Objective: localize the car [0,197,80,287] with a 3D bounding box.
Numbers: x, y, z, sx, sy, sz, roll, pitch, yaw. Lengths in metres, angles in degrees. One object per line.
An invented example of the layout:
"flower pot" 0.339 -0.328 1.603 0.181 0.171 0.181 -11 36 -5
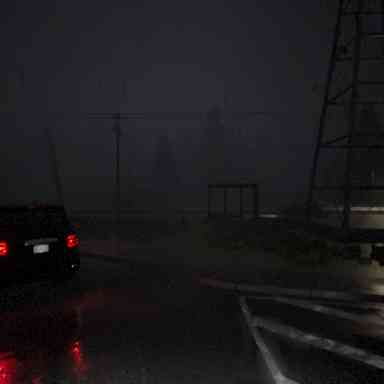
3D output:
"car" -5.043 1.250 8.600 5.566 2.045 2.150 0 0 43

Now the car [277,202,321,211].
"car" 10.464 1.654 32.587 4.181 1.385 1.994 0 0 2
